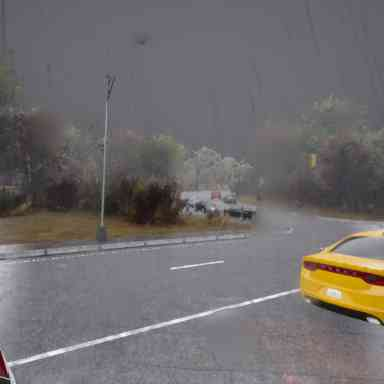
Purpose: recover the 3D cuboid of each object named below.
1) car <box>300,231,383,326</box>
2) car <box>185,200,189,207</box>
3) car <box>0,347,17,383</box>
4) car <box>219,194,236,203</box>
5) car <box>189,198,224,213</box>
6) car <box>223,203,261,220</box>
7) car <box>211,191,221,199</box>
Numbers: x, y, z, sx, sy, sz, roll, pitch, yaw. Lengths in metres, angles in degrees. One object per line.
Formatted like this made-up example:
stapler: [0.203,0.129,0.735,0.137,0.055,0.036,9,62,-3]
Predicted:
car: [4.352,1.542,6.855,5.008,1.535,1.882,1,-1,-35]
car: [-1.046,1.726,52.688,1.994,1.385,4.181,2,1,-14]
car: [-3.240,1.353,1.440,4.553,1.767,2.097,0,0,-35]
car: [7.234,1.620,65.319,1.837,1.490,4.892,2,1,-9]
car: [1.773,1.926,43.099,2.128,1.511,4.902,2,0,-19]
car: [5.105,2.147,34.294,1.895,1.301,4.718,3,-1,-22]
car: [5.737,0.741,78.963,2.150,2.045,5.566,2,2,-1]
